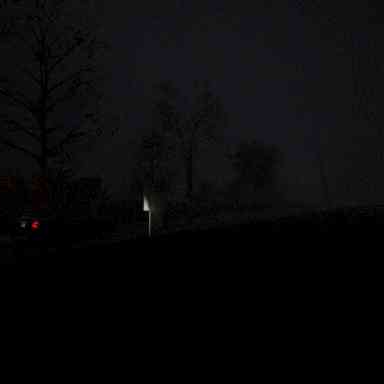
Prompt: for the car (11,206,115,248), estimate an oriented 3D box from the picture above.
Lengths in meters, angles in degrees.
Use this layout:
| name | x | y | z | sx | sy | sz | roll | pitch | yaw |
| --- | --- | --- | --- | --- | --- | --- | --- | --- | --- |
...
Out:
| name | x | y | z | sx | sy | sz | roll | pitch | yaw |
| --- | --- | --- | --- | --- | --- | --- | --- | --- | --- |
| car | -5.837 | 1.432 | 15.694 | 2.097 | 1.767 | 4.553 | 1 | 0 | 36 |
